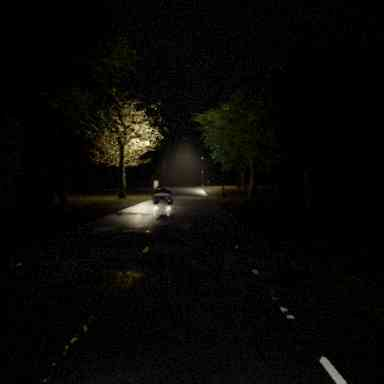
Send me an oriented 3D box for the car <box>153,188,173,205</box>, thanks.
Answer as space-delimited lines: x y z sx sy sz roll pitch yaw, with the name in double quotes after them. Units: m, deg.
-3.590 0.557 41.862 2.150 2.045 5.566 0 1 0 "car"
